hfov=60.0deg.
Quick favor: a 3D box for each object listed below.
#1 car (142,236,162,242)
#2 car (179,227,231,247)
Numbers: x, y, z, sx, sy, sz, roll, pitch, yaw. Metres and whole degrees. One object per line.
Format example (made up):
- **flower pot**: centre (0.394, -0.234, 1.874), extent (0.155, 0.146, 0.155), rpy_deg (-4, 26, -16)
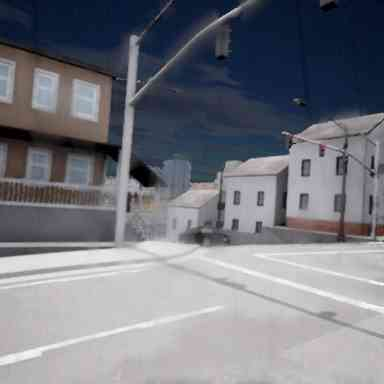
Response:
- **car**: centre (-4.967, 5.155, 33.426), extent (2.033, 1.411, 5.357), rpy_deg (5, -16, -35)
- **car**: centre (0.907, 3.434, 25.388), extent (1.882, 1.535, 5.008), rpy_deg (5, -11, -34)
